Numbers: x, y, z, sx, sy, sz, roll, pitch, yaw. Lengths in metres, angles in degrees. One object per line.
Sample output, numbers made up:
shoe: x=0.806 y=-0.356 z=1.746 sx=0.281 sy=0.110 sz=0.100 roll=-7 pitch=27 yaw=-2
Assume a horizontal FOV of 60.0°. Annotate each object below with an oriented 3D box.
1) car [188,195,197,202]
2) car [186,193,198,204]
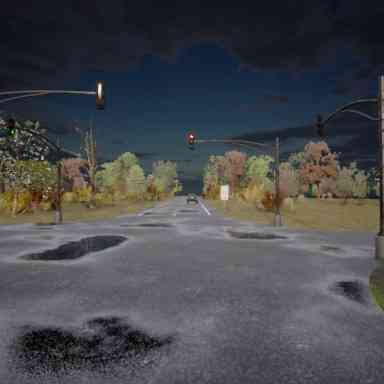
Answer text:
car: x=0.025 y=1.465 z=78.072 sx=2.033 sy=1.411 sz=5.357 roll=0 pitch=0 yaw=0
car: x=0.023 y=1.292 z=67.681 sx=2.150 sy=2.045 sz=5.566 roll=0 pitch=0 yaw=0
